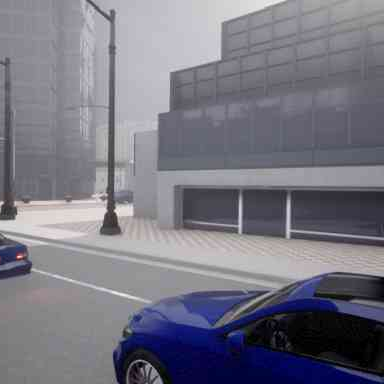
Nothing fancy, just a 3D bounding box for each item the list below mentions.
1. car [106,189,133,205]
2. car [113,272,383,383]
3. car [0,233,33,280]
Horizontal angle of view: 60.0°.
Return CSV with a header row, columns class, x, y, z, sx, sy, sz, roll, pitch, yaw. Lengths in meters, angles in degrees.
class,x,y,z,sx,sy,sz,roll,pitch,yaw
car,-9.093,0.649,45.782,2.150,2.045,5.566,1,1,36
car,1.322,1.517,3.045,4.674,1.442,1.812,0,0,36
car,-6.221,1.441,8.507,5.357,1.411,2.033,1,1,36
